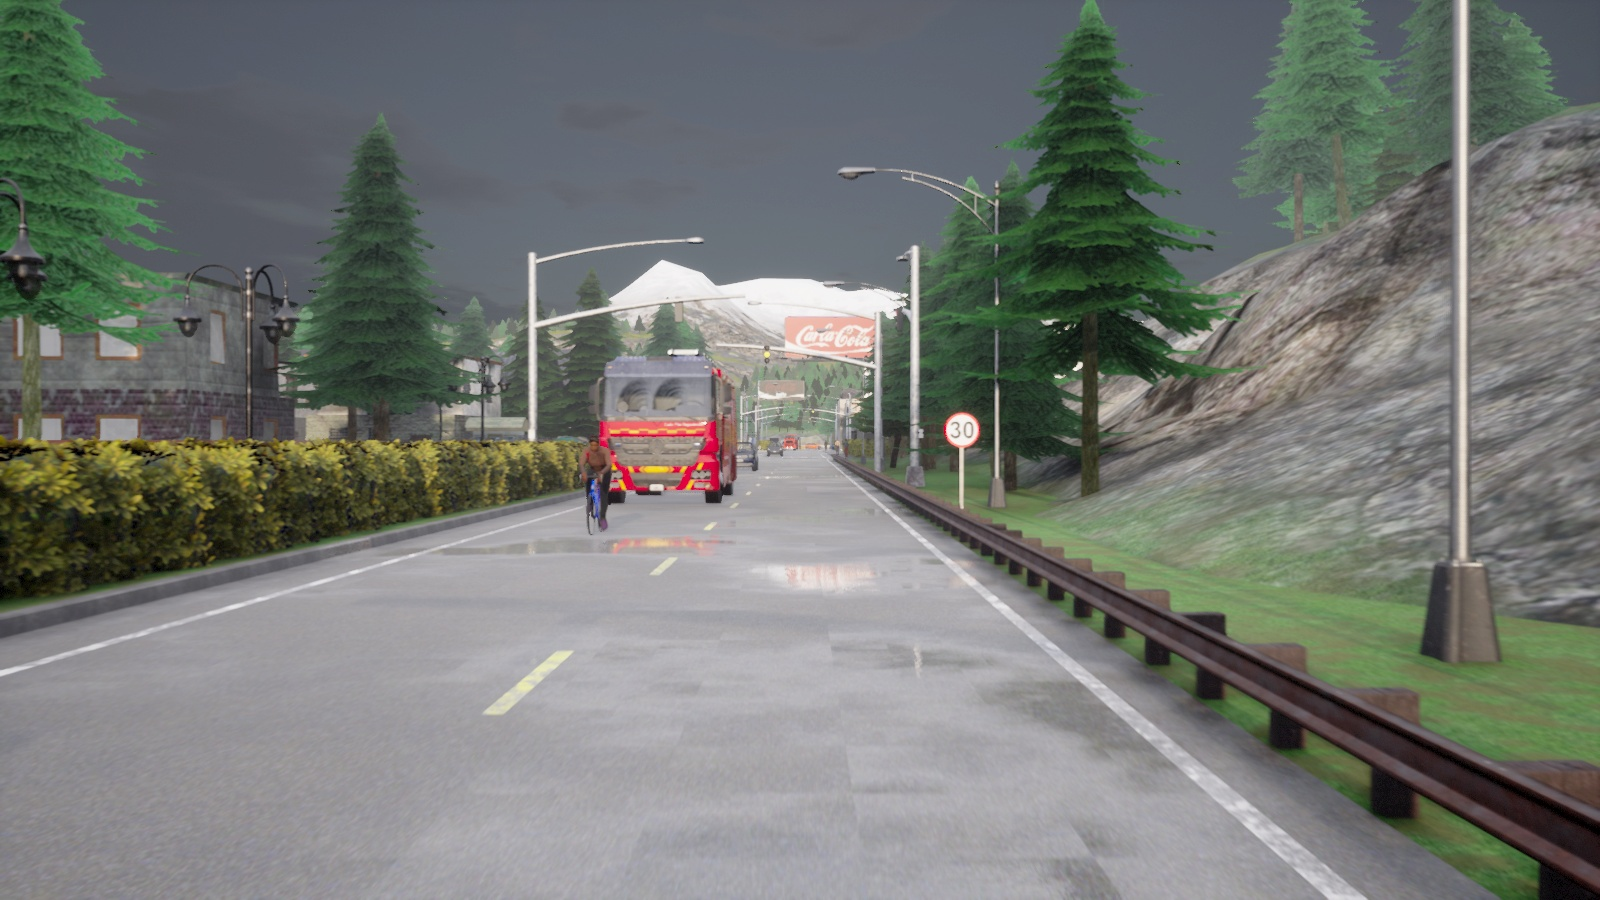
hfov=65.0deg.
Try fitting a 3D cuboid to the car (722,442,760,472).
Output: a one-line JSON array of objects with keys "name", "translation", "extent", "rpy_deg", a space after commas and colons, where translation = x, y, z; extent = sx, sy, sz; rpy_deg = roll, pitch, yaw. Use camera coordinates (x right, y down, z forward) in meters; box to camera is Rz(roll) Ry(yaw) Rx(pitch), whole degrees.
[{"name": "car", "translation": [-3.104, 0.345, 66.807], "extent": [1.789, 1.549, 3.705], "rpy_deg": [0, 0, 0]}]

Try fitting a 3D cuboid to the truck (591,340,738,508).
[{"name": "truck", "translation": [-3.297, -0.606, 32.868], "extent": [2.891, 3.827, 8.468], "rpy_deg": [0, 0, 0]}]

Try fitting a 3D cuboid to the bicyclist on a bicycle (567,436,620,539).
[{"name": "bicyclist on a bicycle", "translation": [-3.368, 0.580, 20.593], "extent": [0.582, 1.620, 1.656], "rpy_deg": [0, 1, 0]}]
